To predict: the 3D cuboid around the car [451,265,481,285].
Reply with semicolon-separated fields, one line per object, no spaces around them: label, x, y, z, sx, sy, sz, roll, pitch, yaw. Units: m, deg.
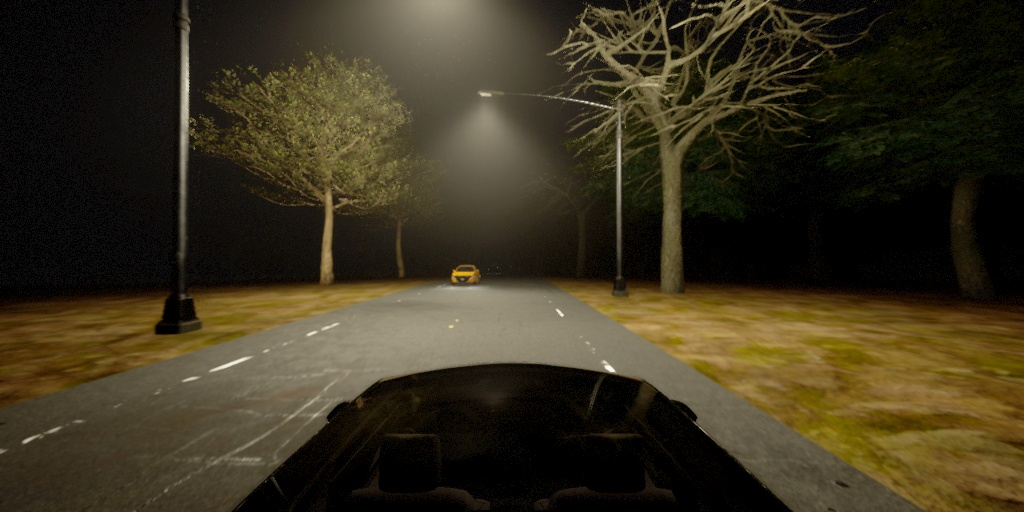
car;-3.618;1.475;28.701;1.882;1.535;5.008;0;-1;0
